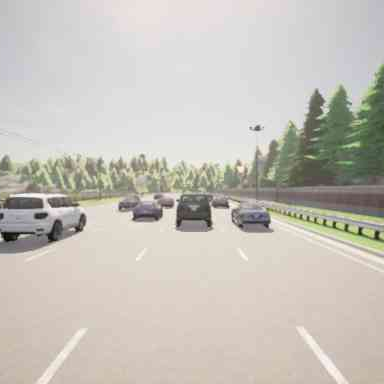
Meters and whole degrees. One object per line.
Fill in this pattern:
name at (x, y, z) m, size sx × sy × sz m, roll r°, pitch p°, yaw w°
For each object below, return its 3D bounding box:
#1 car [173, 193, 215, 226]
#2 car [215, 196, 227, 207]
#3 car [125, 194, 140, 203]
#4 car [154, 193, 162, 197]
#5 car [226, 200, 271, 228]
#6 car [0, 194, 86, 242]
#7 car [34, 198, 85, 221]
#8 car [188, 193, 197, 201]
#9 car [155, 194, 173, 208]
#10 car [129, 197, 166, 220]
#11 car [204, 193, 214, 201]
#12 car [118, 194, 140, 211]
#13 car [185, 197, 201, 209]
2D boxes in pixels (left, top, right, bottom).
car at (0.111, 1.067, 22.020) m, size 2.150 × 2.045 × 5.566 m, roll 0°, pitch 0°, yaw 0°
car at (3.624, 1.259, 43.170) m, size 1.994 × 1.385 × 4.181 m, roll 0°, pitch 0°, yaw 0°
car at (-10.468, 1.094, 58.719) m, size 1.837 × 1.490 × 4.892 m, roll 0°, pitch 0°, yaw 0°
car at (-6.962, 1.012, 69.551) m, size 1.837 × 1.490 × 4.892 m, roll 0°, pitch 0°, yaw 0°
car at (3.611, 1.398, 21.090) m, size 2.033 × 1.411 × 5.357 m, roll 0°, pitch 0°, yaw 0°
car at (-6.892, 1.111, 15.897) m, size 2.150 × 2.045 × 5.566 m, roll 0°, pitch 0°, yaw 0°
car at (-10.386, 1.308, 26.504) m, size 2.128 × 1.511 × 4.902 m, roll 0°, pitch 0°, yaw 0°
car at (0.038, 1.014, 69.130) m, size 1.837 × 1.490 × 4.892 m, roll 0°, pitch 0°, yaw 0°
car at (-3.377, 1.261, 43.101) m, size 1.994 × 1.385 × 4.181 m, roll 0°, pitch 0°, yaw 0°
car at (-3.386, 1.381, 26.091) m, size 1.994 × 1.385 × 4.181 m, roll 0°, pitch 0°, yaw 0°
car at (3.538, 1.010, 69.545) m, size 1.837 × 1.490 × 4.892 m, roll 0°, pitch 0°, yaw 0°
car at (-6.880, 1.288, 37.059) m, size 2.033 × 1.411 × 5.357 m, roll 0°, pitch 0°, yaw 0°
car at (0.121, 1.312, 41.026) m, size 1.895 × 1.301 × 4.718 m, roll 0°, pitch 0°, yaw 0°
